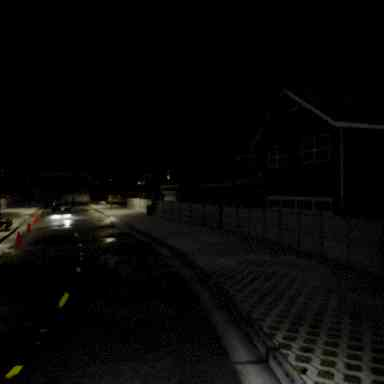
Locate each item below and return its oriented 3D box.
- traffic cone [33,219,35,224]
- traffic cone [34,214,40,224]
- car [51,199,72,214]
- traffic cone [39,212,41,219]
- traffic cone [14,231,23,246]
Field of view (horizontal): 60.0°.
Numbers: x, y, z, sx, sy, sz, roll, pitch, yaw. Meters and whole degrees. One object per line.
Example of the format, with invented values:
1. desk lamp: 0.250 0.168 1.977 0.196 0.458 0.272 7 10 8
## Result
1. traffic cone: -9.305 1.990 18.990 0.340 0.580 0.340 0 0 -22
2. traffic cone: -11.146 1.996 23.638 0.340 0.580 0.340 0 0 -22
3. car: -14.553 1.529 37.036 2.128 1.511 4.902 0 0 -25
4. traffic cone: -12.989 2.001 28.287 0.340 0.580 0.340 0 0 -22
5. traffic cone: -7.462 1.984 14.342 0.340 0.580 0.340 0 0 -22
